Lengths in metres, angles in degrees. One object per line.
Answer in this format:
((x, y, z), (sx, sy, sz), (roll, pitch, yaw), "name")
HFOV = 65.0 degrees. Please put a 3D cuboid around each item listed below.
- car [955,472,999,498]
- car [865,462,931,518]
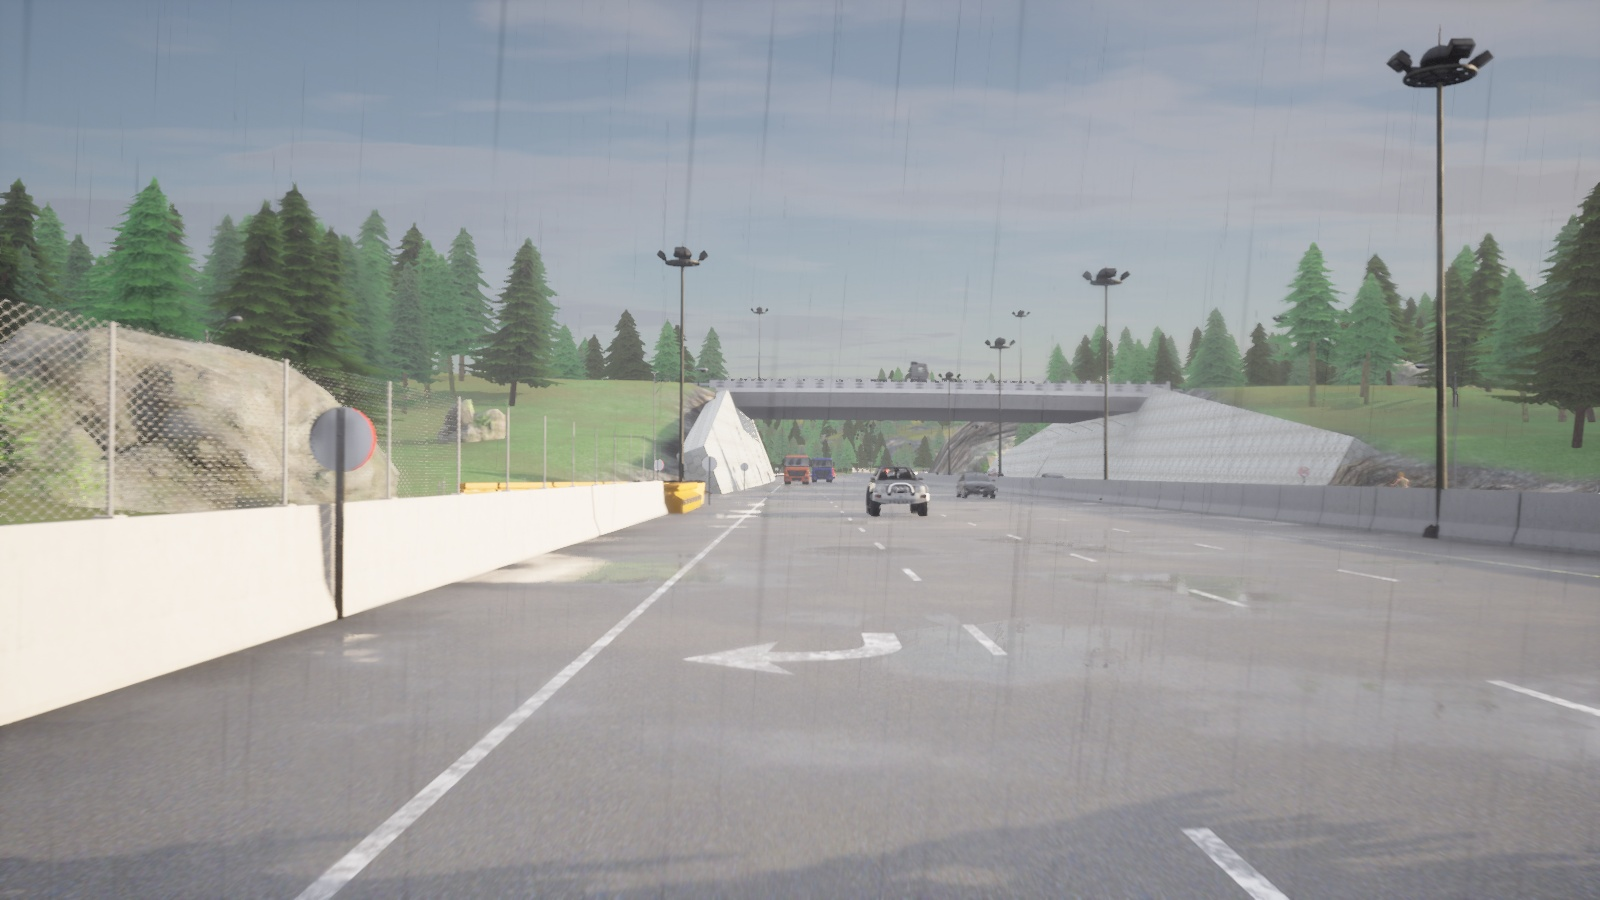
((10.322, 2.008, 73.480), (1.837, 1.490, 4.892), (0, -1, 0), "car")
((3.393, 1.356, 44.122), (1.932, 1.855, 4.605), (0, -1, 0), "car")
